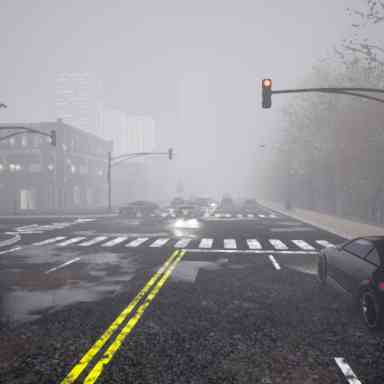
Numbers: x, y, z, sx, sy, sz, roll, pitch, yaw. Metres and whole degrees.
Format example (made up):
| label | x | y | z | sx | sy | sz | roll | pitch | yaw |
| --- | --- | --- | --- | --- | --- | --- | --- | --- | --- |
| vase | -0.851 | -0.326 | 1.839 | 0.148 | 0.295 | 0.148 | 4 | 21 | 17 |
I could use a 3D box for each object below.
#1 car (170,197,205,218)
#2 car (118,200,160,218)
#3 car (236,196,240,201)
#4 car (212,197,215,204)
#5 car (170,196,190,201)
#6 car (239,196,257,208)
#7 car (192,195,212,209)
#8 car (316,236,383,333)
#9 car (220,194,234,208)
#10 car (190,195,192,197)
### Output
| label | x | y | z | sx | sy | sz | roll | pitch | yaw |
| --- | --- | --- | --- | --- | --- | --- | --- | --- | --- |
| car | -0.305 | 1.483 | 30.035 | 2.128 | 1.511 | 4.902 | 0 | 0 | 6 |
| car | -4.708 | 1.471 | 30.112 | 1.882 | 1.535 | 5.008 | 1 | 0 | 22 |
| car | 11.527 | 1.519 | 78.909 | 1.994 | 1.385 | 4.181 | 0 | 0 | 6 |
| car | 3.464 | 1.576 | 64.882 | 1.895 | 1.301 | 4.718 | 0 | 0 | 7 |
| car | -1.851 | 1.488 | 46.194 | 1.837 | 1.490 | 4.892 | 0 | 0 | 6 |
| car | 8.389 | 1.474 | 48.426 | 2.128 | 1.511 | 4.902 | 0 | 0 | 6 |
| car | 1.434 | 1.461 | 46.365 | 1.882 | 1.535 | 5.008 | 0 | 0 | 6 |
| car | 3.952 | 1.562 | 6.692 | 1.994 | 1.385 | 4.181 | 0 | 0 | 6 |
| car | 5.187 | 1.487 | 49.042 | 1.837 | 1.490 | 4.892 | 0 | 0 | 6 |
| car | 0.239 | 1.326 | 65.309 | 2.097 | 1.767 | 4.553 | 0 | 0 | 7 |
